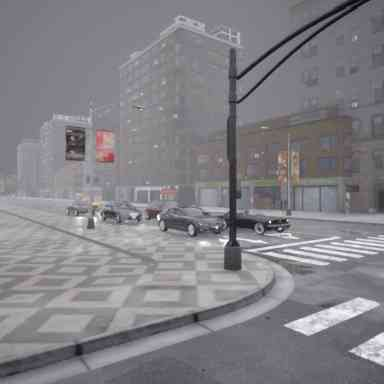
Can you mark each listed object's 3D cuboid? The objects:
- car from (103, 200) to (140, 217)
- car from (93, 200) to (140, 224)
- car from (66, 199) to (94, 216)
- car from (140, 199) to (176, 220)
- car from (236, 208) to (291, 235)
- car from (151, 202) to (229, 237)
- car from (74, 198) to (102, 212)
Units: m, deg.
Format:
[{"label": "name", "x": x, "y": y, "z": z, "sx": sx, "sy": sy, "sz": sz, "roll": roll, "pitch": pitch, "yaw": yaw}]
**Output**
[{"label": "car", "x": -7.306, "y": 1.618, "z": 34.057, "sx": 1.837, "sy": 1.490, "sz": 4.892, "roll": 0, "pitch": 0, "yaw": -36}, {"label": "car", "x": -5.679, "y": 1.581, "z": 26.286, "sx": 2.128, "sy": 1.511, "sz": 4.902, "roll": 0, "pitch": 0, "yaw": -36}, {"label": "car", "x": -11.529, "y": 1.626, "z": 34.344, "sx": 1.837, "sy": 1.490, "sz": 4.892, "roll": 0, "pitch": 0, "yaw": -36}, {"label": "car", "x": -1.964, "y": 1.434, "z": 26.712, "sx": 2.097, "sy": 1.767, "sz": 4.553, "roll": 0, "pitch": 0, "yaw": -36}, {"label": "car", "x": 3.363, "y": 1.647, "z": 19.388, "sx": 1.895, "sy": 1.301, "sz": 4.718, "roll": 0, "pitch": 0, "yaw": -36}, {"label": "car", "x": -0.181, "y": 1.558, "z": 18.728, "sx": 1.837, "sy": 1.490, "sz": 4.892, "roll": 0, "pitch": 0, "yaw": -36}, {"label": "car", "x": -13.345, "y": 1.618, "z": 42.411, "sx": 1.882, "sy": 1.535, "sz": 5.008, "roll": 0, "pitch": 0, "yaw": -36}]
